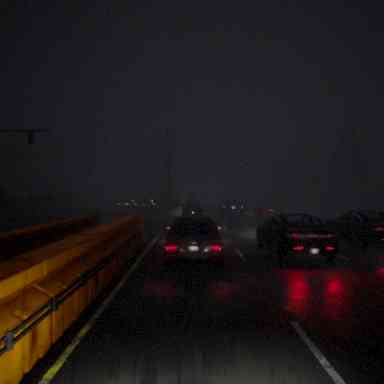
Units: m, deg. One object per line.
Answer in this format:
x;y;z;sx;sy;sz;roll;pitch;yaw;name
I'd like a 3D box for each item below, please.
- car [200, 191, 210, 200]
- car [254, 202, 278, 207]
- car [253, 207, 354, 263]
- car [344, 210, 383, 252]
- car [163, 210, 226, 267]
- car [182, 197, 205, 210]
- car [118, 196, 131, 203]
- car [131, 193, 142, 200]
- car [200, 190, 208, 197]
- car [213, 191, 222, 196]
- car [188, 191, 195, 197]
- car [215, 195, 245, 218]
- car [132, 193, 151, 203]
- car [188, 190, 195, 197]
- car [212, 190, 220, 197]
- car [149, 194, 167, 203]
3.379;1.167;84.043;1.994;1.385;4.181;0;4;0;car
7.083;1.601;31.844;1.994;1.385;4.181;0;0;0;car
3.566;1.505;12.069;2.128;1.511;4.902;0;0;0;car
7.073;1.508;13.836;2.128;1.511;4.902;0;0;0;car
0.063;1.561;11.414;2.033;1.411;5.357;0;0;0;car
0.083;1.541;31.672;1.837;1.490;4.892;0;0;0;car
-14.037;1.567;69.363;1.837;1.490;4.892;0;0;0;car
-14.126;1.071;84.888;1.994;1.385;4.181;0;3;0;car
3.325;0.363;93.656;1.837;1.490;4.892;0;7;0;car
6.882;1.142;83.658;1.837;1.490;4.892;0;3;0;car
-0.118;1.119;83.617;1.882;1.535;5.008;0;3;0;car
3.580;1.388;31.094;2.097;1.767;4.553;0;0;0;car
-10.537;1.293;69.350;2.150;2.045;5.566;0;0;0;car
-0.175;0.415;93.642;1.994;1.385;4.181;0;7;0;car
6.825;0.363;93.676;1.837;1.490;4.892;0;7;0;car
-7.037;1.608;69.397;2.033;1.411;5.357;0;0;0;car
